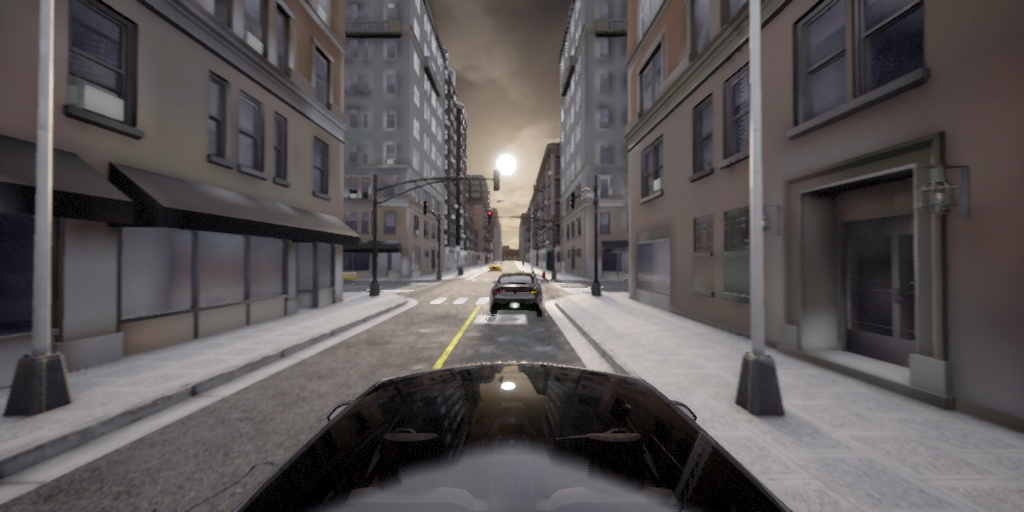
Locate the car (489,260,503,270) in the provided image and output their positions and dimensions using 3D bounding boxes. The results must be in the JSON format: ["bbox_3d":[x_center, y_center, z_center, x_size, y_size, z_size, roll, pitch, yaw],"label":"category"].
[{"bbox_3d":[-2.818,1.699,59.893,1.882,1.535,5.008,0,0,0],"label":"car"}]

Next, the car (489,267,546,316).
[{"bbox_3d":[0.263,1.358,13.913,1.837,1.490,4.892,0,-1,4],"label":"car"}]

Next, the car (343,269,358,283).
[{"bbox_3d":[-15.256,1.512,29.461,4.829,1.417,1.751,0,0,0],"label":"car"}]

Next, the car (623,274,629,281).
[{"bbox_3d":[11.627,1.537,29.428,4.829,1.417,1.751,0,0,0],"label":"car"}]
